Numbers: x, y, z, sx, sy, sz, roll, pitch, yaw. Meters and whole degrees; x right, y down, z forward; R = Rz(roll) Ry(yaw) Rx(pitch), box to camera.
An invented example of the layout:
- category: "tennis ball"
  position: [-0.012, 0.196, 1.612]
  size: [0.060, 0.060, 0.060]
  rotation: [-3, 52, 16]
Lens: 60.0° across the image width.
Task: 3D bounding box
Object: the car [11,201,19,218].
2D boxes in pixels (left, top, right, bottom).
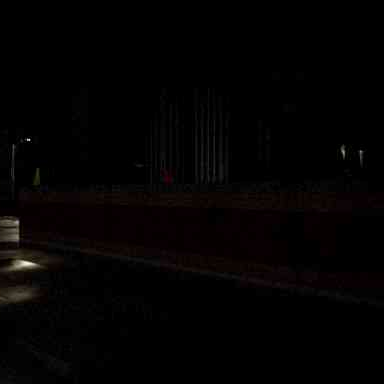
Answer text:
- category: "car"
  position: [-12.249, 1.603, 28.808]
  size: [2.033, 1.411, 5.357]
  rotation: [0, 0, 37]

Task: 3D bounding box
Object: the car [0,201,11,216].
- category: "car"
  position: [-16.407, 1.547, 29.086]
  size: [2.128, 1.511, 4.902]
  rotation: [0, 0, 37]
